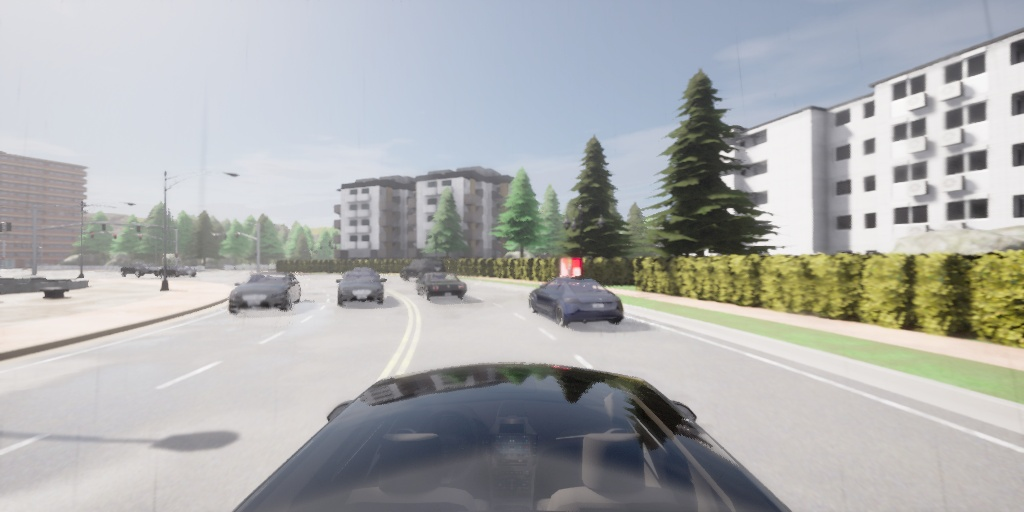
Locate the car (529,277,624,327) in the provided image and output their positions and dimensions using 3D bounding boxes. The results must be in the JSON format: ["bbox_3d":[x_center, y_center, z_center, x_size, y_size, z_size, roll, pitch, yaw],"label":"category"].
[{"bbox_3d":[1.970,1.397,12.054,1.994,1.385,4.181,0,-1,-13],"label":"car"}]

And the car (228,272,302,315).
[{"bbox_3d":[-10.026,1.416,14.886,2.128,1.511,4.902,0,-1,-23],"label":"car"}]

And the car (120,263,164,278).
[{"bbox_3d":[-42.098,1.551,40.579,4.892,1.490,1.837,-1,-1,20],"label":"car"}]

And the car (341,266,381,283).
[{"bbox_3d":[-14.086,1.678,33.373,4.181,1.385,1.994,-1,-1,45],"label":"car"}]

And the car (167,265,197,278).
[{"bbox_3d":[-40.896,1.884,43.864,4.902,1.511,2.128,-1,-1,20],"label":"car"}]

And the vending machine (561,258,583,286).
[{"bbox_3d":[3.459,1.098,20.656,1.100,2.100,0.880,0,0,-22],"label":"vending machine"}]

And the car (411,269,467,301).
[{"bbox_3d":[-3.865,1.527,18.813,1.895,1.301,4.718,0,-1,-23],"label":"car"}]

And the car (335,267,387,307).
[{"bbox_3d":[-7.045,1.417,16.754,2.128,1.511,4.902,0,-1,-24],"label":"car"}]

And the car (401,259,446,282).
[{"bbox_3d":[-7.884,1.289,31.918,2.150,2.045,5.566,0,-1,-39],"label":"car"}]
